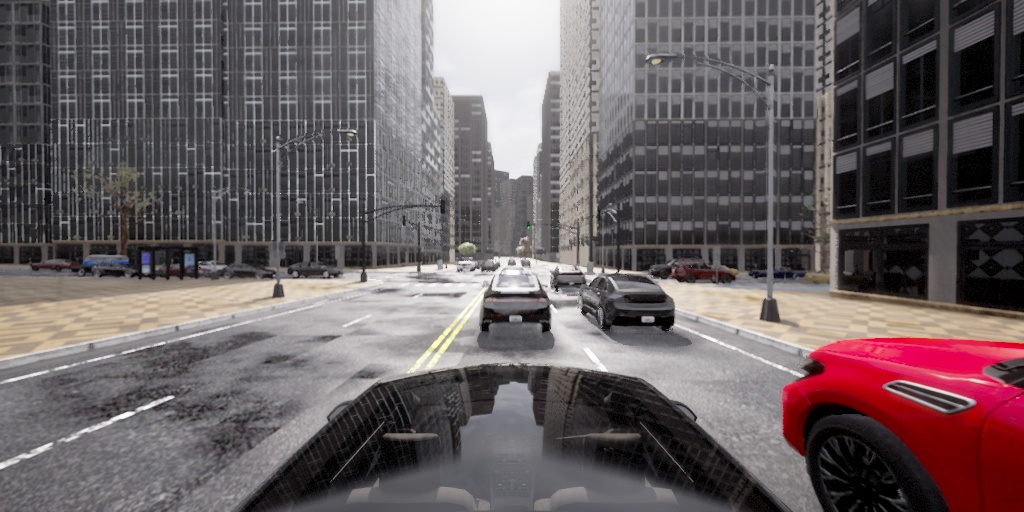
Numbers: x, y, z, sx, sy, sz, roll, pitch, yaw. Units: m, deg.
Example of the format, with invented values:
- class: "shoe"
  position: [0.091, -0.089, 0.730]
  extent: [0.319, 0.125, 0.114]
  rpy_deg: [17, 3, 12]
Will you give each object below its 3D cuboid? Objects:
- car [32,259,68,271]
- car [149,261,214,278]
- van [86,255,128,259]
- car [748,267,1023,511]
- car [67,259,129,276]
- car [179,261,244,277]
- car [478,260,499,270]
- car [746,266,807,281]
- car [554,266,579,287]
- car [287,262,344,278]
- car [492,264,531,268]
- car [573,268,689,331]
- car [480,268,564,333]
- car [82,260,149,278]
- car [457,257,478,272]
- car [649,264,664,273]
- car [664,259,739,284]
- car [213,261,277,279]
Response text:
- class: "car"
  position: [-50.987, 1.011, 40.159]
  extent: [4.207, 1.307, 1.802]
  rpy_deg: [0, 0, 1]
- class: "car"
  position: [-28.429, 1.304, 31.218]
  extent: [4.207, 1.307, 1.802]
  rpy_deg: [0, 0, 1]
- class: "van"
  position: [-45.305, 0.822, 40.046]
  extent: [3.998, 1.789, 1.690]
  rpy_deg: [0, 0, 1]
- class: "car"
  position: [3.348, 0.966, 0.629]
  extent: [2.150, 2.045, 5.566]
  rpy_deg: [0, 0, 0]
- class: "car"
  position: [-38.598, 1.204, 34.122]
  extent: [4.718, 1.301, 1.895]
  rpy_deg: [1, 1, 1]
- class: "car"
  position: [-28.376, 1.220, 33.911]
  extent: [4.674, 1.442, 1.812]
  rpy_deg: [1, 1, 1]
- class: "car"
  position: [-3.362, 1.472, 51.764]
  extent: [1.882, 1.535, 5.008]
  rpy_deg: [0, 0, 0]
- class: "car"
  position: [26.644, 1.744, 36.183]
  extent: [4.718, 1.301, 1.895]
  rpy_deg: [0, 1, 1]
- class: "car"
  position: [3.460, 1.347, 22.526]
  extent: [2.128, 1.511, 4.902]
  rpy_deg: [0, 0, 3]
- class: "car"
  position: [-18.422, 1.288, 33.695]
  extent: [4.892, 1.490, 1.837]
  rpy_deg: [1, 1, 2]
- class: "car"
  position: [0.043, 1.397, 21.407]
  extent: [2.033, 1.411, 5.357]
  rpy_deg: [0, 0, -2]
- class: "car"
  position: [3.345, 1.305, 11.224]
  extent: [1.837, 1.490, 4.892]
  rpy_deg: [0, 0, 0]
- class: "car"
  position: [0.096, 1.287, 10.912]
  extent: [2.128, 1.511, 4.902]
  rpy_deg: [0, 0, 0]
- class: "car"
  position: [-34.110, 1.237, 31.389]
  extent: [4.313, 1.339, 1.948]
  rpy_deg: [0, 0, 1]
- class: "car"
  position: [-6.612, 1.218, 52.216]
  extent: [2.150, 2.045, 5.566]
  rpy_deg: [0, 0, 0]
- class: "car"
  position: [16.828, 1.280, 36.333]
  extent: [5.566, 2.045, 2.150]
  rpy_deg: [1, 1, 1]
- class: "car"
  position: [16.180, 1.429, 30.575]
  extent: [5.009, 1.841, 2.192]
  rpy_deg: [0, 0, 1]
- class: "car"
  position: [-22.745, 1.339, 31.087]
  extent: [4.313, 1.339, 1.948]
  rpy_deg: [0, 0, 1]
